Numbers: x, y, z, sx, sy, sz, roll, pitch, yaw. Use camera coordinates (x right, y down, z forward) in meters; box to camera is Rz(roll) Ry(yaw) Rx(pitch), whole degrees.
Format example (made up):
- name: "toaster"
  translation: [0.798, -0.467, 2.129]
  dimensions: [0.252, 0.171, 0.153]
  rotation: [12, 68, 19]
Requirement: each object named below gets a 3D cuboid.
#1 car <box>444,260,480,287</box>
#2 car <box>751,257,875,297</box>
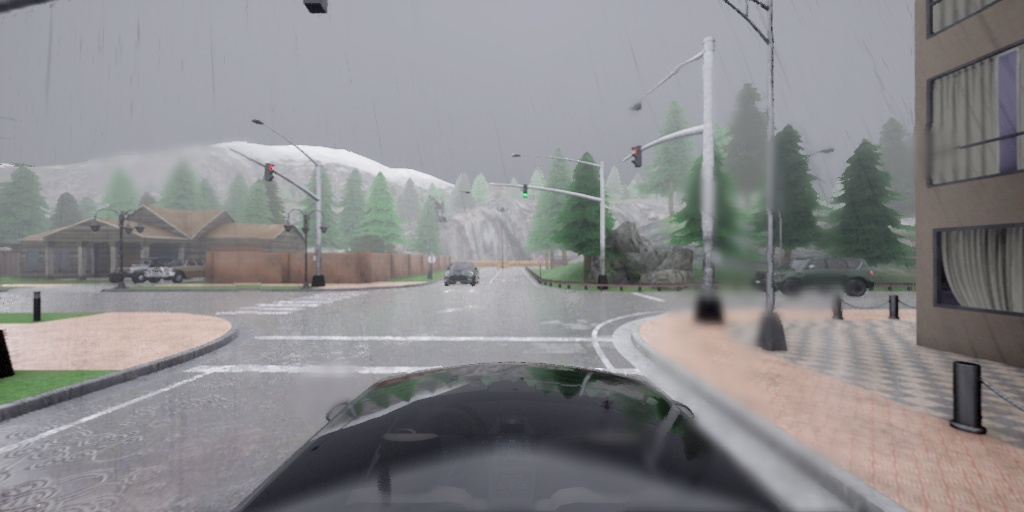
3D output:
- name: "car"
  translation: [-3.518, 1.182, 25.719]
  dimensions: [2.097, 1.767, 4.553]
  rotation: [0, -1, 0]
- name: "car"
  translation: [16.004, 1.084, 19.229]
  dimensions: [5.566, 2.045, 2.150]
  rotation: [0, 0, -1]
